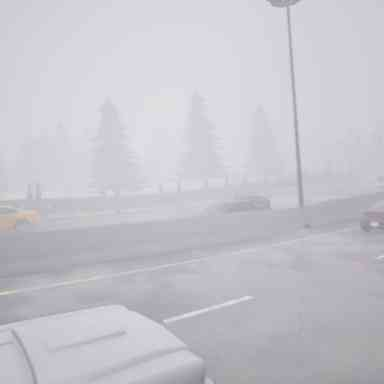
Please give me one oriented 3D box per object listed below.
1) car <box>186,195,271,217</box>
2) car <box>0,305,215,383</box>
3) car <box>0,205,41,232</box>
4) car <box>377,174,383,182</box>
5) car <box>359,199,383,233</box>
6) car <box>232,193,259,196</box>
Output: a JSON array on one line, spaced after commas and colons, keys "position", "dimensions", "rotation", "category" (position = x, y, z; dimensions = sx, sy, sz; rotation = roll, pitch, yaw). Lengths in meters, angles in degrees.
[{"position": [2.144, 1.186, 18.416], "dimensions": [5.357, 1.411, 2.033], "rotation": [-4, 2, -36], "category": "car"}, {"position": [-2.127, 1.601, 2.229], "dimensions": [4.718, 1.301, 1.895], "rotation": [0, 0, -36], "category": "car"}, {"position": [-10.818, 1.466, 17.771], "dimensions": [5.008, 1.535, 1.882], "rotation": [-1, 0, -35], "category": "car"}, {"position": [26.501, -2.128, 44.164], "dimensions": [4.718, 1.301, 1.895], "rotation": [-8, 4, -35], "category": "car"}, {"position": [9.130, 0.959, 14.560], "dimensions": [4.674, 1.442, 1.812], "rotation": [-5, 3, -35], "category": "car"}, {"position": [3.500, 0.876, 23.683], "dimensions": [4.902, 1.511, 2.128], "rotation": [-5, 3, -35], "category": "car"}]
